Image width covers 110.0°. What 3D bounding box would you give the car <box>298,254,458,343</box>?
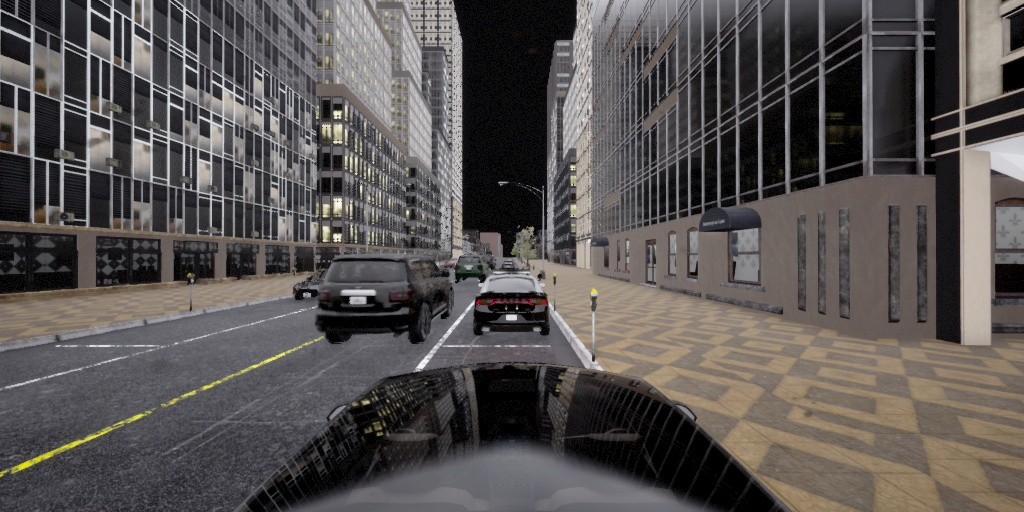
[{"bbox_3d":[-3.047,0.971,9.778,2.150,2.045,5.566,0,0,0],"label":"car"}]

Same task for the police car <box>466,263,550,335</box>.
[{"bbox_3d":[-0.012,1.174,10.609,1.930,1.638,5.238,0,0,0],"label":"police car"}]

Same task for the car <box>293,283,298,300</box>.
[{"bbox_3d":[-8.836,1.313,17.650,1.948,1.339,4.313,0,0,0],"label":"car"}]

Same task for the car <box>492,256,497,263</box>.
[{"bbox_3d":[-3.146,0.954,45.688,2.150,2.045,5.566,0,0,0],"label":"car"}]

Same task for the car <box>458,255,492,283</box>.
[{"bbox_3d":[-3.033,0.964,27.921,2.150,2.045,5.566,0,0,0],"label":"car"}]

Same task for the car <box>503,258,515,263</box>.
[{"bbox_3d":[-0.456,1.298,46.099,1.948,1.339,4.313,0,0,0],"label":"car"}]
